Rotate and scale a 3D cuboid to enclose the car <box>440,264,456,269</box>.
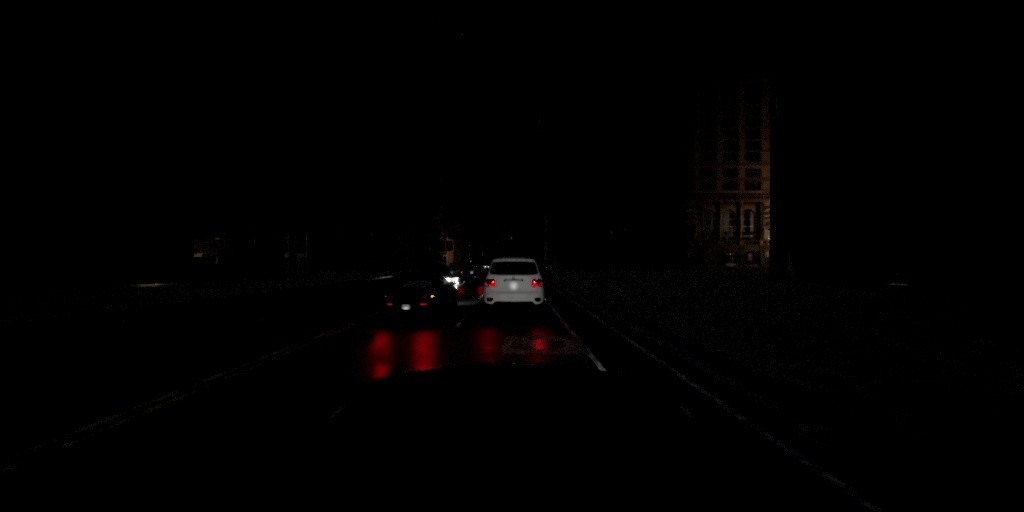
[{"bbox_3d":[-6.586,1.645,41.898,2.128,1.511,4.902,0,-1,0],"label":"car"}]

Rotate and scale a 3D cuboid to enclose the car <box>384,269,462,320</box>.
[{"bbox_3d":[-3.172,1.377,13.050,1.812,1.442,4.674,0,-1,0],"label":"car"}]

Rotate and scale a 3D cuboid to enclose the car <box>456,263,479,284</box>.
[{"bbox_3d":[-3.163,1.380,30.358,2.097,1.767,4.553,0,-1,0],"label":"car"}]

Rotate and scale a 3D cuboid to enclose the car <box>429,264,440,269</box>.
[{"bbox_3d":[-9.812,1.768,48.050,2.033,1.411,5.357,0,-1,0],"label":"car"}]

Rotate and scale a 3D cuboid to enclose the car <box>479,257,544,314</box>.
[{"bbox_3d":[0.088,1.085,14.551,2.150,2.045,5.566,0,-1,1],"label":"car"}]
